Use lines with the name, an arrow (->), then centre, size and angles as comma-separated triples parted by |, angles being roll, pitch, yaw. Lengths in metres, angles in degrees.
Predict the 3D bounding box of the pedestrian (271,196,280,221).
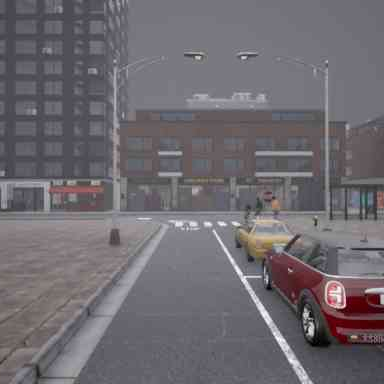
pedestrian -> 5.441, 1.149, 21.676 | 0.375, 1.860, 0.375 | 0, 0, 0

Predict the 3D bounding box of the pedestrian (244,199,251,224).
pedestrian -> 3.815, 1.302, 22.865 | 0.375, 1.860, 0.375 | 0, 0, 0

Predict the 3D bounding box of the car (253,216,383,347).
car -> 2.609, 1.442, 6.328 | 1.967, 1.590, 4.097 | 0, 0, 0

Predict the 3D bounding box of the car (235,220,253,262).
car -> 2.576, 1.529, 11.935 | 1.752, 1.417, 4.829 | 0, 0, 0

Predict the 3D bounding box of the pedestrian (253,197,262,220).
pedestrian -> 4.438, 1.149, 22.332 | 0.375, 1.860, 0.375 | 0, 0, 0
